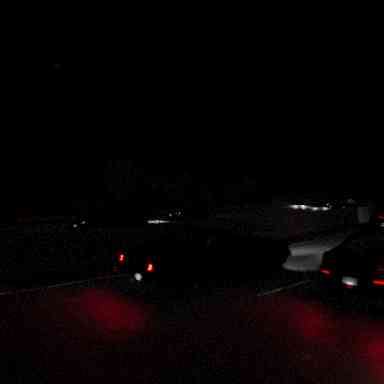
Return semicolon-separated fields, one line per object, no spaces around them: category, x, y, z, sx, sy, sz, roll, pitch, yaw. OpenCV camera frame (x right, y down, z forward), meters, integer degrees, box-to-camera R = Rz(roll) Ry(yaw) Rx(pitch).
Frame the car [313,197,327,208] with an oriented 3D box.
car;20.239;1.709;52.484;1.812;1.442;4.674;0;0;22

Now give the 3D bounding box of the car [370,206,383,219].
car;11.958;1.533;19.660;1.837;1.490;4.892;0;0;42

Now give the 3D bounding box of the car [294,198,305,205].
car;20.229;1.854;62.708;1.895;1.301;4.718;0;0;17

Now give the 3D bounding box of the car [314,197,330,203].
car;30.101;1.856;77.017;2.033;1.411;5.357;0;0;6

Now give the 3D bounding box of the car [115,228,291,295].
car;0.527;1.604;8.797;4.718;1.301;1.895;0;0;-39

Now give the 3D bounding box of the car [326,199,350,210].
car;17.311;1.612;38.857;1.837;1.490;4.892;0;0;31

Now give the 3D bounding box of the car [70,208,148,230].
car;-4.523;1.576;18.487;4.181;1.385;1.994;0;0;-41

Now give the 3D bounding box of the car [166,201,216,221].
car;0.004;1.547;27.533;1.837;1.490;4.892;0;0;43

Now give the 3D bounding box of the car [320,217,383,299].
car;4.791;1.529;7.813;4.674;1.442;1.812;0;0;-39
